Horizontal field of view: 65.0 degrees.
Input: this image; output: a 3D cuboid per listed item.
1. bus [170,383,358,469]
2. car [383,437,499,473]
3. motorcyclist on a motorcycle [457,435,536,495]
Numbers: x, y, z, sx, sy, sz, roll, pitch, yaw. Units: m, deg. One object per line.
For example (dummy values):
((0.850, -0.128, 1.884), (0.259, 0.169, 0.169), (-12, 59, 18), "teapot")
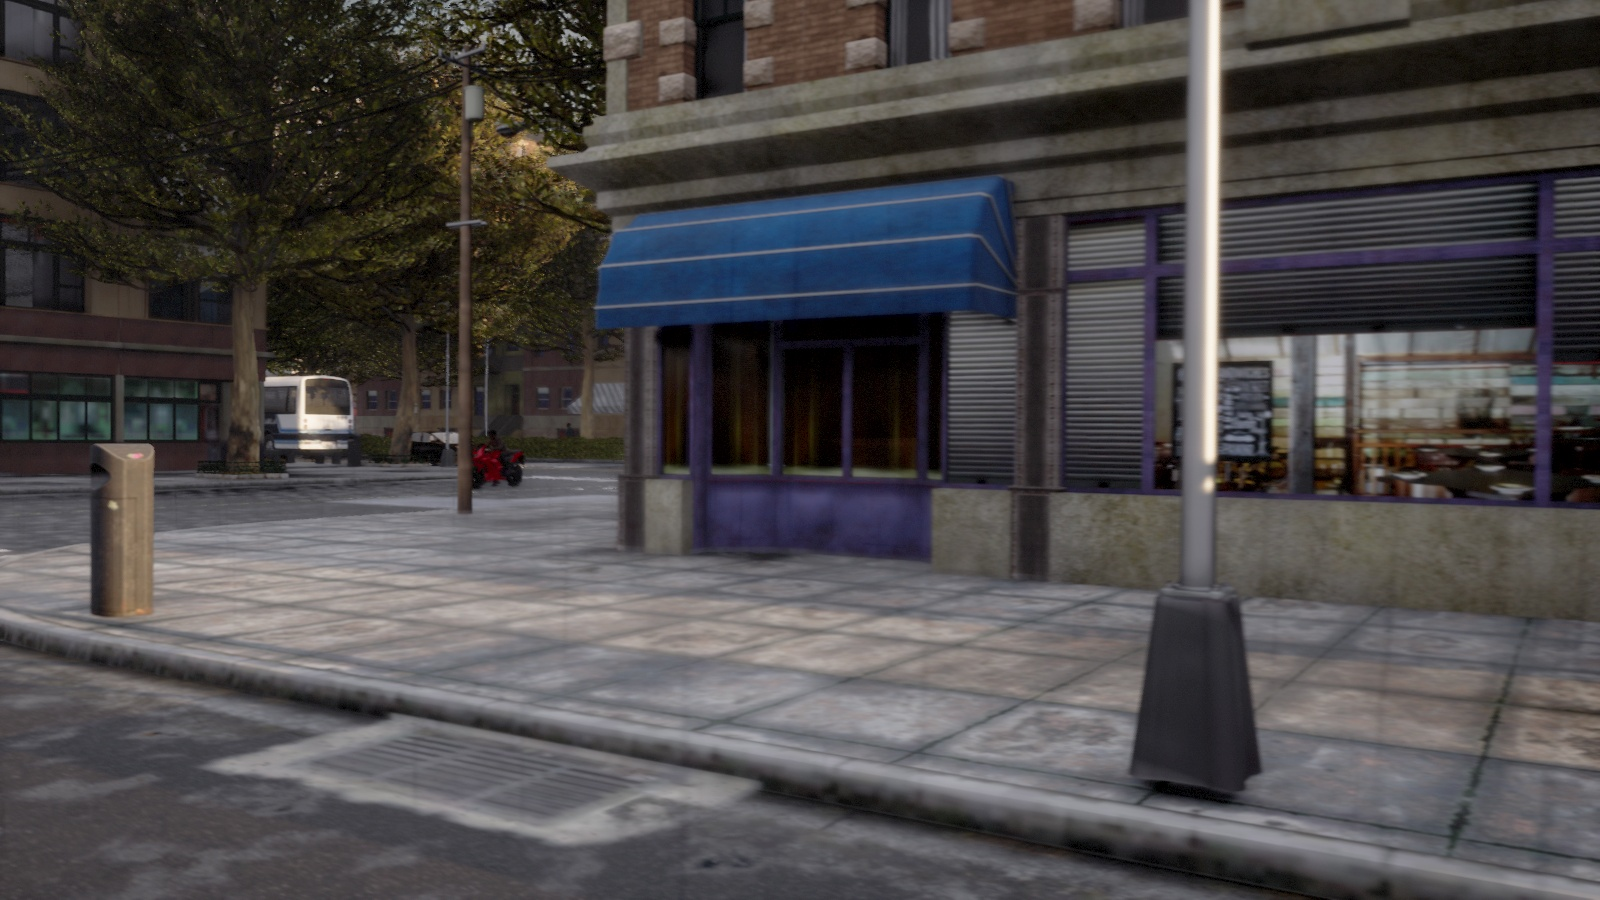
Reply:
((-28.472, -1.201, 66.548), (10.273, 4.253, 3.944), (0, 1, 32), "bus")
((-15.536, 0.195, 54.334), (4.792, 1.488, 2.163), (0, 1, 32), "car")
((-8.023, 0.369, 33.285), (0.797, 1.523, 2.044), (0, 1, 31), "motorcyclist on a motorcycle")
